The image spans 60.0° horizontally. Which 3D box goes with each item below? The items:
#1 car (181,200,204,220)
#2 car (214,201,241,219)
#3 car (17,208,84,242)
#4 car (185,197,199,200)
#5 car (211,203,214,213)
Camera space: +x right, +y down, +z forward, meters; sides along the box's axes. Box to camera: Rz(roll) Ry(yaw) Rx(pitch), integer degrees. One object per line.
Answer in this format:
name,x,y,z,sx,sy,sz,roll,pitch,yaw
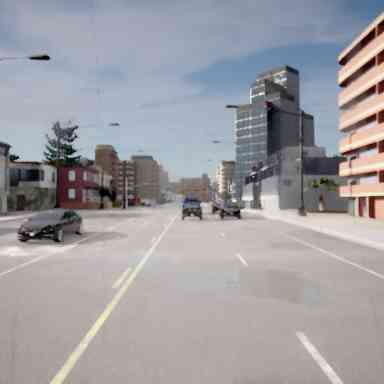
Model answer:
car,0.035,1.744,30.738,1.837,1.490,4.892,0,0,0
car,3.558,1.743,31.982,2.128,1.511,4.902,0,0,0
car,-7.109,1.644,17.201,1.837,1.490,4.892,0,0,0
car,-0.017,1.596,41.161,2.150,2.045,5.566,0,-1,0
car,3.501,1.905,42.909,2.128,1.511,4.902,0,-1,0
